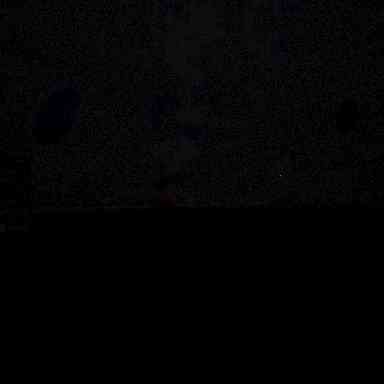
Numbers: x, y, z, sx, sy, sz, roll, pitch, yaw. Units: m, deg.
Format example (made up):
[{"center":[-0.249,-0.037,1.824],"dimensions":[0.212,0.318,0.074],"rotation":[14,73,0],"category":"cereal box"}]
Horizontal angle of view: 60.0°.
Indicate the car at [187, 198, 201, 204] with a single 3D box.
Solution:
[{"center":[0.594,2.270,83.322],"dimensions":[1.812,1.442,4.674],"rotation":[1,0,36],"category":"car"}]
